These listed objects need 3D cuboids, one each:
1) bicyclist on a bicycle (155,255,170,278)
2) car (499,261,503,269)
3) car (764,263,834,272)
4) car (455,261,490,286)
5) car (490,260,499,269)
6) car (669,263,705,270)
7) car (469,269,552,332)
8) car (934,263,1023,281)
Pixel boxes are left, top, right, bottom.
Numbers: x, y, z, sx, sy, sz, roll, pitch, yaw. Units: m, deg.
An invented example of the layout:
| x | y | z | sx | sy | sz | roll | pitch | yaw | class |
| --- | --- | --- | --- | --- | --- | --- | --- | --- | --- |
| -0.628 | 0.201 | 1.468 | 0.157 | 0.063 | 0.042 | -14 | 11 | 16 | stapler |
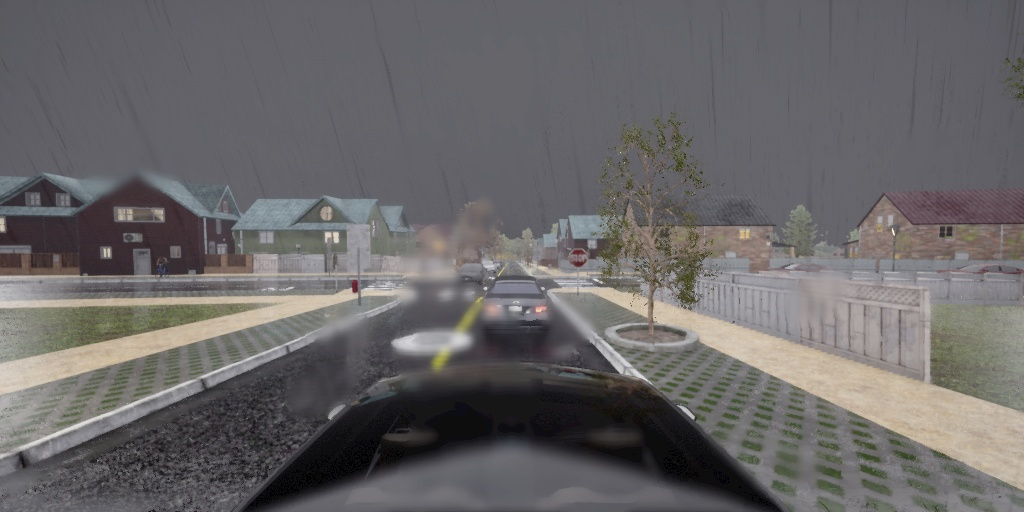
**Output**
| x | y | z | sx | sy | sz | roll | pitch | yaw | class |
| --- | --- | --- | --- | --- | --- | --- | --- | --- | --- |
| -24.881 | 0.759 | 25.544 | 0.582 | 1.620 | 1.656 | 0 | 3 | -16 | bicyclist on a bicycle |
| -2.823 | 1.404 | 54.431 | 1.895 | 1.301 | 4.718 | 0 | 0 | 0 | car |
| 21.171 | 1.233 | 26.562 | 4.674 | 1.442 | 1.812 | 0 | 3 | 6 | car |
| -2.849 | 1.200 | 25.795 | 1.837 | 1.490 | 4.892 | 0 | 3 | 0 | car |
| -2.848 | 1.295 | 41.898 | 1.812 | 1.442 | 4.674 | 0 | 0 | 0 | car |
| 12.570 | 1.241 | 27.132 | 4.181 | 1.385 | 1.994 | 0 | 3 | 2 | car |
| 0.103 | 1.291 | 10.820 | 2.033 | 1.411 | 5.357 | 0 | 0 | 0 | car |
| 32.643 | 1.270 | 24.873 | 5.008 | 1.535 | 1.882 | 1 | 3 | 11 | car |
